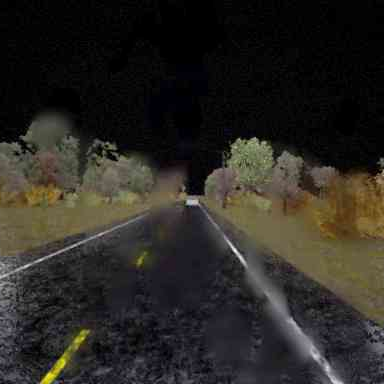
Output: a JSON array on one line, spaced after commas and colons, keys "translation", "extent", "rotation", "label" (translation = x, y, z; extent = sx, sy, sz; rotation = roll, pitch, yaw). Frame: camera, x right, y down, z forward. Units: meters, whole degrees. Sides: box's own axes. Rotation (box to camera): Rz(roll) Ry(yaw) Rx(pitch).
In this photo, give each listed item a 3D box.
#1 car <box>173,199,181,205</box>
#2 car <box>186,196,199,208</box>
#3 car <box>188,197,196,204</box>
[{"translation": [-3.503, 2.347, 78.782], "extent": [2.033, 1.411, 5.357], "rotation": [0, -1, 0], "label": "car"}, {"translation": [0.098, 1.839, 61.347], "extent": [2.150, 2.045, 5.566], "rotation": [0, 0, 0], "label": "car"}, {"translation": [-0.003, 2.278, 89.266], "extent": [2.097, 1.767, 4.553], "rotation": [0, -1, 0], "label": "car"}]
